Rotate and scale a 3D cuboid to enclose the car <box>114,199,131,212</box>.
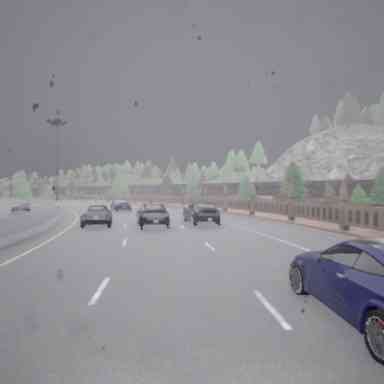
[{"bbox_3d":[-8.510,1.534,39.671,1.812,1.442,4.674,0,0,-23],"label":"car"}]

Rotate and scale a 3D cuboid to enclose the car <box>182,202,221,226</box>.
[{"bbox_3d":[0.580,1.475,23.312,1.837,1.490,4.892,0,0,-13],"label":"car"}]

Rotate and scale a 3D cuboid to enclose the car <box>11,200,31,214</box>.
[{"bbox_3d":[-19.457,1.628,37.972,1.812,1.442,4.674,0,0,-25],"label":"car"}]

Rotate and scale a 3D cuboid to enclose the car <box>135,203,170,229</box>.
[{"bbox_3d":[-2.613,1.484,21.627,2.128,1.511,4.902,0,0,-13],"label":"car"}]

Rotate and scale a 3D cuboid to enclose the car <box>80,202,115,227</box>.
[{"bbox_3d":[-6.512,1.580,22.841,1.994,1.385,4.181,0,0,-14],"label":"car"}]

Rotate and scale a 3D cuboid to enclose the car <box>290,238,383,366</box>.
[{"bbox_3d":[3.227,1.506,5.658,1.812,1.442,4.674,0,0,-3],"label":"car"}]
